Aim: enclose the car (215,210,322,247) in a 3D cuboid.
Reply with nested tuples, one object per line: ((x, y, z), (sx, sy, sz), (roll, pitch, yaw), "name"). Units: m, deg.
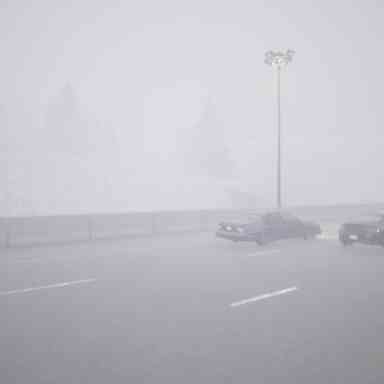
((3.560, 1.531, 14.979), (5.357, 1.411, 2.033), (0, 0, -35), "car")

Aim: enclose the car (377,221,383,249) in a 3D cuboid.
((7.608, 1.531, 9.268), (5.357, 1.411, 2.033), (0, 0, -35), "car")

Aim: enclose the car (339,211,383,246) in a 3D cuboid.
((7.935, 1.504, 13.763), (4.674, 1.442, 1.812), (0, 0, -35), "car")
